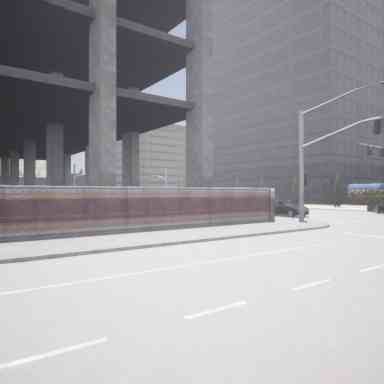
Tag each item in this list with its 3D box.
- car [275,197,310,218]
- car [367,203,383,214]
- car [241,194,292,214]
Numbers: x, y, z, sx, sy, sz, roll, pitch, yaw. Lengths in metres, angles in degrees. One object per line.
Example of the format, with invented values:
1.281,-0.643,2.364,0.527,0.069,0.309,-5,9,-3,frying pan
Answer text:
8.522,1.505,30.851,1.837,1.490,4.892,0,0,-35,car
20.182,1.491,33.145,2.128,1.511,4.902,-1,0,-45,car
8.195,1.221,37.309,2.150,2.045,5.566,0,0,-36,car
